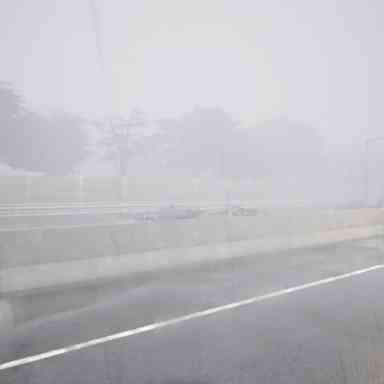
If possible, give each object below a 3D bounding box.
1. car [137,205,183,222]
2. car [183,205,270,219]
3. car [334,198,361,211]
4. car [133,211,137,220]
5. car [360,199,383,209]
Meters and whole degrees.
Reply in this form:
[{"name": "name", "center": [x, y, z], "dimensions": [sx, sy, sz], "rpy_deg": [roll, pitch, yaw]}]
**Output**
[{"name": "car", "center": [-0.688, 1.598, 20.673], "dimensions": [4.718, 1.301, 1.895], "rpy_deg": [0, 0, -35]}, {"name": "car", "center": [2.268, 1.489, 18.477], "dimensions": [4.902, 1.511, 2.128], "rpy_deg": [0, 0, -35]}, {"name": "car", "center": [18.468, 1.472, 38.433], "dimensions": [5.008, 1.535, 1.882], "rpy_deg": [0, 0, -35]}, {"name": "car", "center": [-1.830, 1.598, 24.154], "dimensions": [4.718, 1.301, 1.895], "rpy_deg": [0, 0, -35]}, {"name": "car", "center": [20.312, 1.559, 35.457], "dimensions": [4.181, 1.385, 1.994], "rpy_deg": [0, 0, -35]}]
